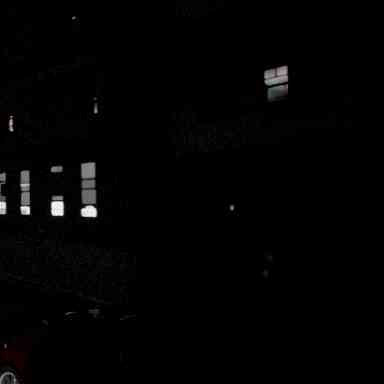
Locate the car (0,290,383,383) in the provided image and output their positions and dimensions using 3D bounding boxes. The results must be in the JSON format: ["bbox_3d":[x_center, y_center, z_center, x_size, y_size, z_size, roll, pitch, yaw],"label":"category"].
[{"bbox_3d":[-0.077,1.588,2.944,4.206,1.307,1.802,0,-1,35],"label":"car"}]
